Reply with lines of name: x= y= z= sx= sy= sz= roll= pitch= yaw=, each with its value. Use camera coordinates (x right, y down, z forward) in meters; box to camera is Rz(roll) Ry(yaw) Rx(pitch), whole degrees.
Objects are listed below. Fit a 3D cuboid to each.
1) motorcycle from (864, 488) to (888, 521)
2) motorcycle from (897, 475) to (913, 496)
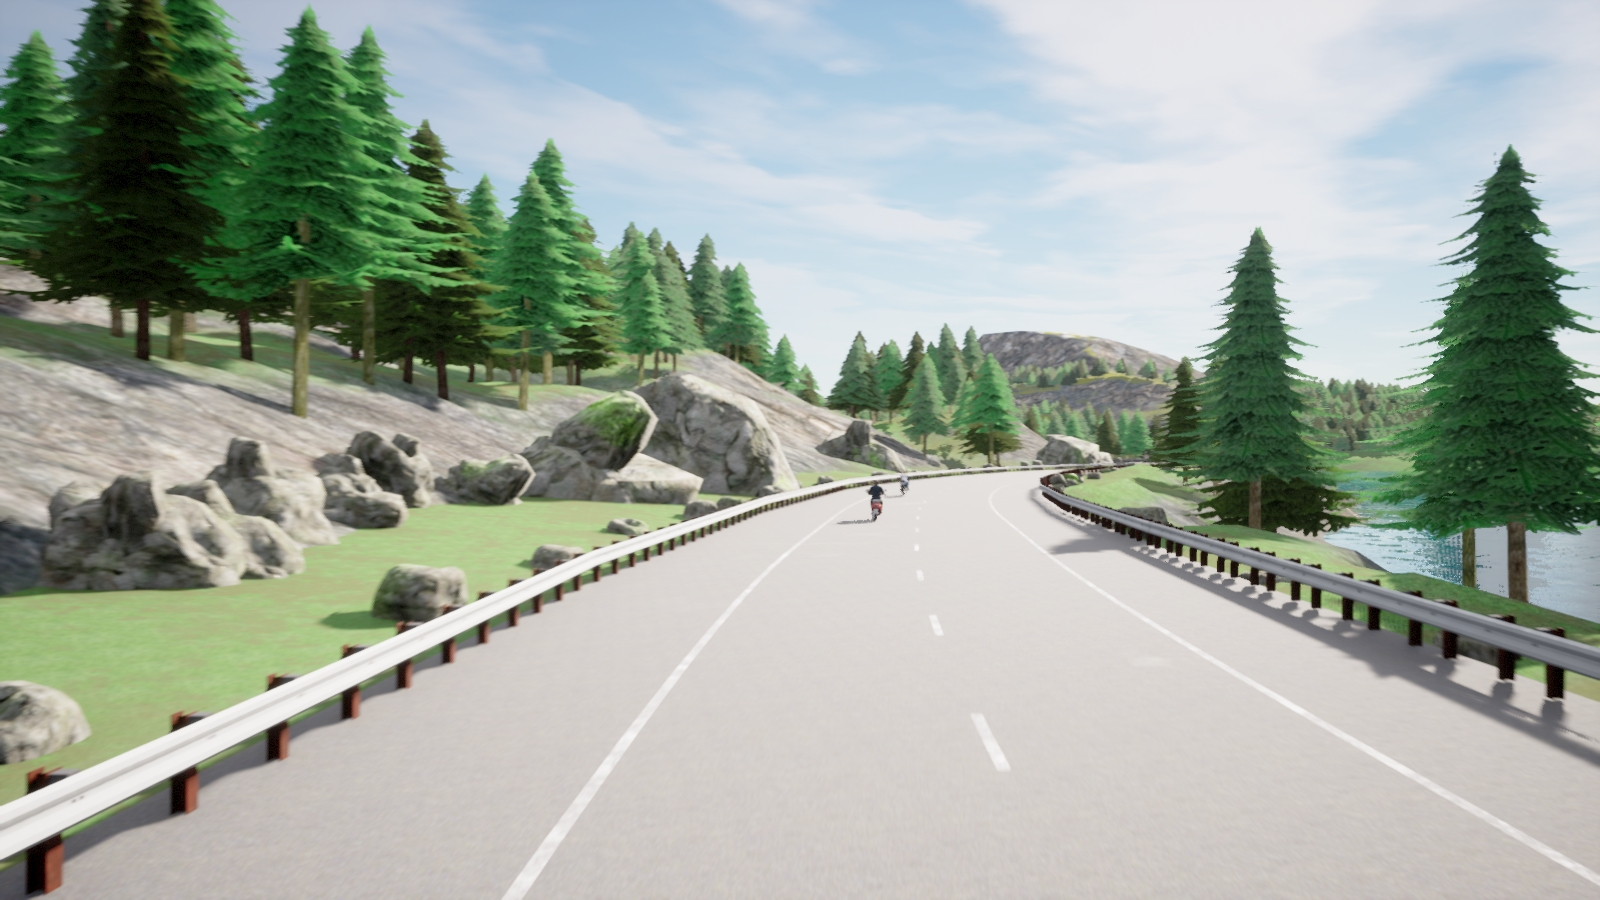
motorcycle: x=3.063 y=2.184 z=45.886 sx=0.856 sy=1.236 sz=1.805 roll=0 pitch=0 yaw=6
motorcycle: x=6.419 y=2.182 z=69.978 sx=0.803 sy=1.217 sz=2.033 roll=0 pitch=0 yaw=10
